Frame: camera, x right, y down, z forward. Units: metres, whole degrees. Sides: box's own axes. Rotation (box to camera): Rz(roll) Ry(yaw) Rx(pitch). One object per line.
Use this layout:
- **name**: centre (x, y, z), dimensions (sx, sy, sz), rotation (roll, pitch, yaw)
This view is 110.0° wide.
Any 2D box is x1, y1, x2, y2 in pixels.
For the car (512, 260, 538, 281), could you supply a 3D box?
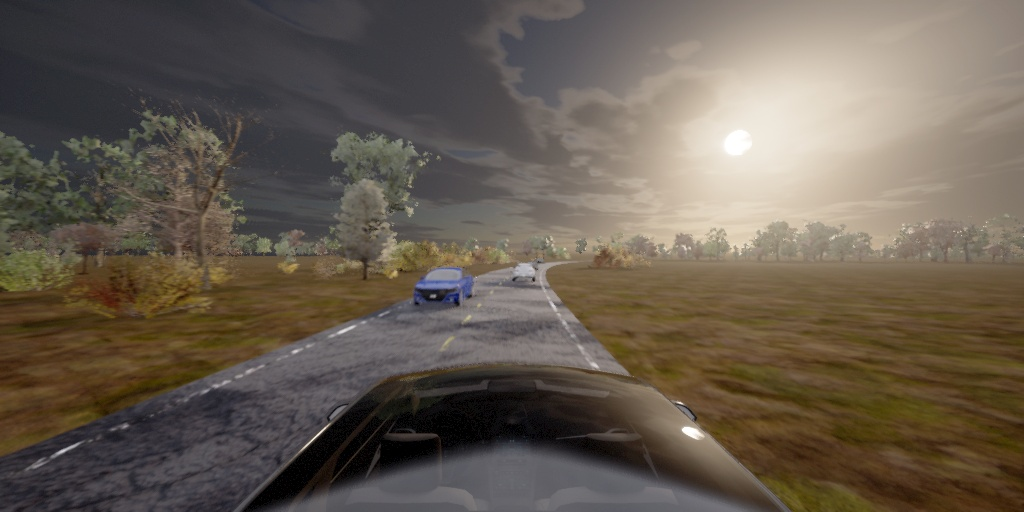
- **car**: centre (1.054, 1.314, 30.452), dimensions (1.812, 1.442, 4.674), rotation (0, 0, 3)

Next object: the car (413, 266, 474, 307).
- **car**: centre (-2.852, 1.229, 15.856), dimensions (1.882, 1.535, 5.008), rotation (0, 0, 2)

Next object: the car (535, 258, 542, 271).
- **car**: centre (2.696, 1.367, 49.196), dimensions (2.033, 1.411, 5.357), rotation (0, 0, 6)
